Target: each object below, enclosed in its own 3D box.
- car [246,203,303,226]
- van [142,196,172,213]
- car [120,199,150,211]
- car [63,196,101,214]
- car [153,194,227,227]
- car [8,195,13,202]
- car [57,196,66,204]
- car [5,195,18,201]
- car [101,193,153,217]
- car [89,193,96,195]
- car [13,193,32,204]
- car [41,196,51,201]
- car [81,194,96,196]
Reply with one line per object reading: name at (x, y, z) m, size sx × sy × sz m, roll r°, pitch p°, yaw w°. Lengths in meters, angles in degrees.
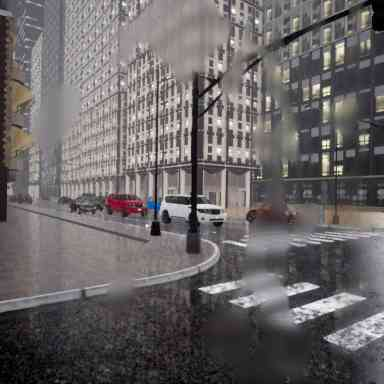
car at (5.789, 1.505, 23.977) m, size 1.967 × 1.590 × 4.097 m, roll 1°, pitch -1°, yaw -35°
van at (-4.032, 1.382, 37.787) m, size 1.690 × 1.788 × 3.998 m, roll 1°, pitch -1°, yaw -35°
car at (-7.309, 1.584, 42.388) m, size 2.008 × 1.369 × 4.403 m, roll 1°, pitch -1°, yaw -35°
car at (-10.863, 1.427, 32.928) m, size 2.008 × 1.369 × 4.403 m, roll 1°, pitch -1°, yaw -35°
car at (-0.088, 1.170, 22.257) m, size 2.150 × 2.045 × 5.566 m, roll 1°, pitch -1°, yaw -35°
car at (-37.056, 1.396, 69.752) m, size 1.947 × 1.339 × 4.313 m, roll 1°, pitch -1°, yaw -35°
car at (-22.510, 1.484, 59.284) m, size 1.812 × 1.442 × 4.674 m, roll 1°, pitch -1°, yaw -35°
car at (-40.329, 1.377, 74.355) m, size 2.008 × 1.369 × 4.403 m, roll 1°, pitch -1°, yaw -35°
car at (-6.068, 1.155, 30.661) m, size 2.150 × 2.045 × 5.566 m, roll 1°, pitch -1°, yaw -35°
car at (-14.427, 1.380, 53.129) m, size 2.097 × 1.767 × 4.553 m, roll 1°, pitch -1°, yaw -35°
car at (-30.503, 1.155, 60.548) m, size 2.192 × 1.841 × 5.009 m, roll 1°, pitch -1°, yaw -35°
car at (-36.777, 1.570, 83.813) m, size 1.802 × 1.307 × 4.206 m, roll 1°, pitch -1°, yaw -35°
car at (-17.097, 1.445, 51.680) m, size 1.882 × 1.535 × 5.008 m, roll 1°, pitch -1°, yaw -35°
